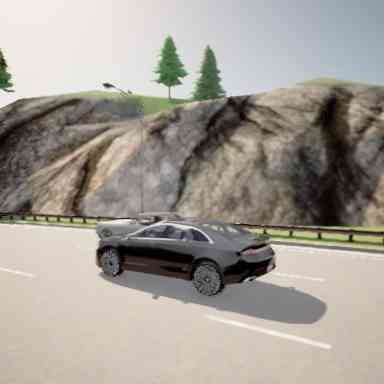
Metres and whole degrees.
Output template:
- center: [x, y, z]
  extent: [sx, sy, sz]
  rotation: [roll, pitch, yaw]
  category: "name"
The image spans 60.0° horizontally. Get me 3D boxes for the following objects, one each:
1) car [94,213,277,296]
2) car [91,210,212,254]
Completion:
- center: [-0.367, 1.416, 8.413]
  extent: [4.902, 1.511, 2.128]
  rotation: [0, 0, 33]
  category: "car"
- center: [-1.708, 1.489, 13.486]
  extent: [4.718, 1.301, 1.895]
  rotation: [0, 1, 31]
  category: "car"
